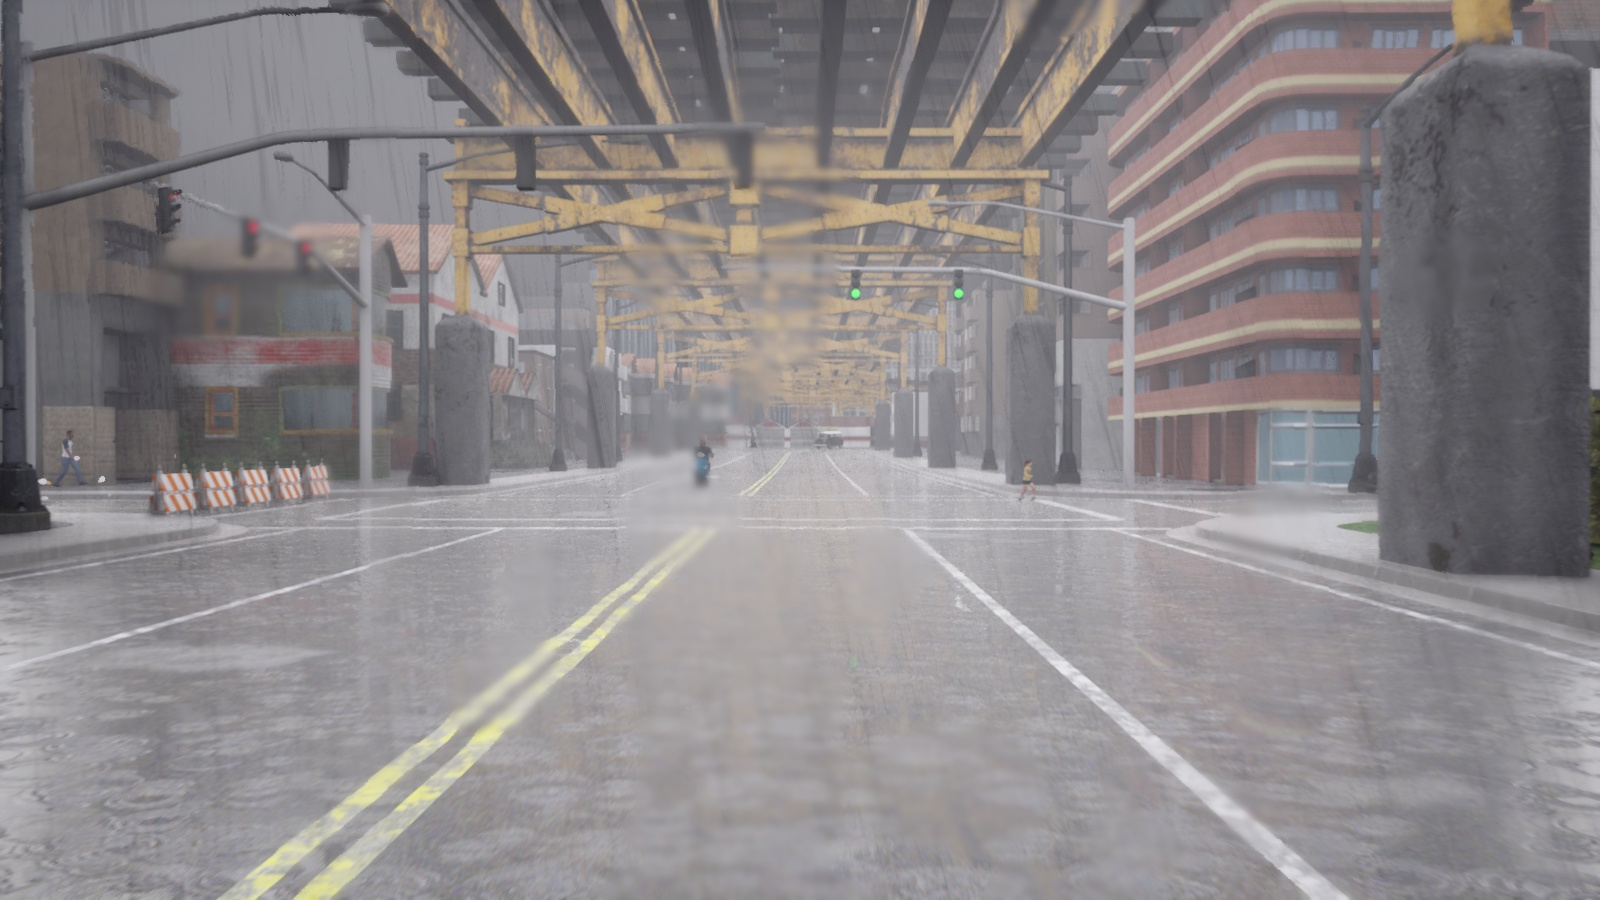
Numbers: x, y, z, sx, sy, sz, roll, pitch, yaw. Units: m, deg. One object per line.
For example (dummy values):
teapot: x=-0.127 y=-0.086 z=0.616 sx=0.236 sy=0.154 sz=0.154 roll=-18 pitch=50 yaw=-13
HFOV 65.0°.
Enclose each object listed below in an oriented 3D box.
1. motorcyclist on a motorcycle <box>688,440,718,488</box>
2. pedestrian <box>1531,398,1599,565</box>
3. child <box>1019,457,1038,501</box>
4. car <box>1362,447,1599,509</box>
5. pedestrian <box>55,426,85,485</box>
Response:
motorcyclist on a motorcycle: x=-3.246 y=0.466 z=42.285 sx=0.866 sy=1.590 sz=1.817 roll=0 pitch=0 yaw=0
pedestrian: x=8.672 y=0.344 z=14.232 sx=0.353 sy=1.847 sz=0.614 roll=0 pitch=0 yaw=-7
child: x=5.840 y=0.745 z=32.097 sx=0.255 sy=1.110 sz=0.394 roll=0 pitch=0 yaw=-36
car: x=16.618 y=0.649 z=30.130 sx=5.357 sy=1.411 sz=2.033 roll=0 pitch=0 yaw=1
pedestrian: x=-22.575 y=0.174 z=38.844 sx=0.706 sy=1.836 sz=0.354 roll=0 pitch=0 yaw=-4
